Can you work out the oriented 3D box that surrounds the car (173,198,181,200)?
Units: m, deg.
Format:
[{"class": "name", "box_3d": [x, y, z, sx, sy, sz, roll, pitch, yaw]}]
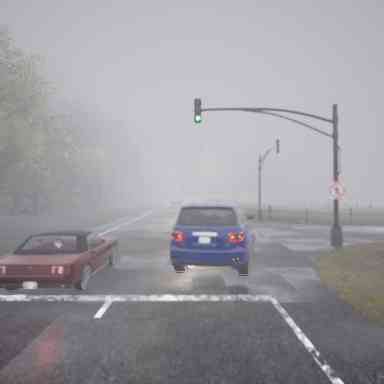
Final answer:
[{"class": "car", "box_3d": [-3.504, 2.242, 72.204, 2.128, 1.511, 4.902, 0, -1, 0]}]

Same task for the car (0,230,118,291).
[{"class": "car", "box_3d": [-3.401, 1.697, 9.225, 1.895, 1.301, 4.718, 0, -1, 0]}]

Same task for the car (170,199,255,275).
[{"class": "car", "box_3d": [0.871, 1.337, 11.119, 2.150, 2.045, 5.566, -1, 0, 12]}]

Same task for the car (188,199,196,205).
[{"class": "car", "box_3d": [-0.004, 2.361, 83.018, 2.033, 1.411, 5.357, 0, -1, 0]}]

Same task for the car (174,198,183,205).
[{"class": "car", "box_3d": [-3.503, 2.363, 84.772, 2.128, 1.511, 4.902, 0, -1, 0]}]
